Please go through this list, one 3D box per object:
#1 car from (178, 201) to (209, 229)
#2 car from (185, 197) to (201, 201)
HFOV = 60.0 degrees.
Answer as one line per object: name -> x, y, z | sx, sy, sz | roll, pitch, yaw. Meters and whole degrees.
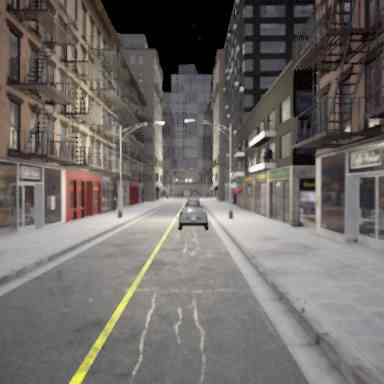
car -> 0.105, 1.522, 21.151 | 2.033, 1.411, 5.357 | 0, 0, 0
car -> 0.120, 1.416, 43.575 | 2.128, 1.511, 4.902 | 0, 0, 0
